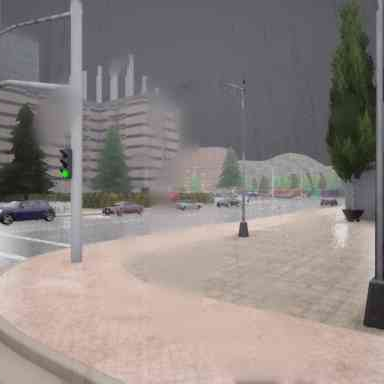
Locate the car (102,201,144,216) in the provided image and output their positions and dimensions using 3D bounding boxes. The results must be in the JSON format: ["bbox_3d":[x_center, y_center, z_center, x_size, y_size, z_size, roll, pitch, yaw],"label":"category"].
[{"bbox_3d":[-6.662,1.564,32.439,1.994,1.385,4.181,0,0,36],"label":"car"}]

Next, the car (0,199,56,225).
[{"bbox_3d":[-12.505,1.352,24.388,2.097,1.767,4.553,0,0,36],"label":"car"}]

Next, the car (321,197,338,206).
[{"bbox_3d":[22.243,1.526,54.001,1.812,1.442,4.674,0,0,36],"label":"car"}]

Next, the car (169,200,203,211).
[{"bbox_3d":[-0.692,1.601,40.633,1.895,1.301,4.718,0,0,36],"label":"car"}]

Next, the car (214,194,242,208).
[{"bbox_3d":[5.455,1.505,49.024,1.837,1.490,4.892,0,0,37],"label":"car"}]
